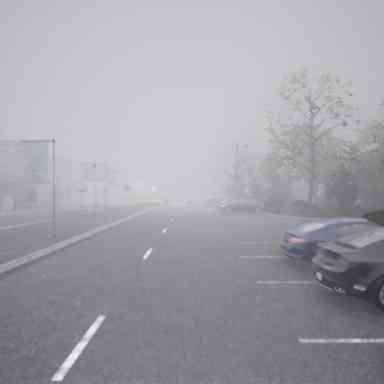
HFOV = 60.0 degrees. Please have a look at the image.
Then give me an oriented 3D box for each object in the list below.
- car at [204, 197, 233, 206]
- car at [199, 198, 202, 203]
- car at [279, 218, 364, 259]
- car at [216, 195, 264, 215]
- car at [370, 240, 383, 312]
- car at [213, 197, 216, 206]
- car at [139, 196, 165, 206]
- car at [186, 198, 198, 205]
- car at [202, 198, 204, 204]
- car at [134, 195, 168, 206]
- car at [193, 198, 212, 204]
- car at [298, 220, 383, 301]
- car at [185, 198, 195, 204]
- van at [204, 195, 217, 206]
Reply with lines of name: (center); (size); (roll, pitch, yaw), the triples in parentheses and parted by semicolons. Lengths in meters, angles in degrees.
car: (5.043, 1.804, 64.009); (5.366, 1.575, 1.946); (0, -1, 0)
car: (4.780, 1.695, 69.729); (5.566, 2.045, 2.435); (0, -2, -1)
car: (5.084, 1.533, 10.254); (4.674, 1.452, 2.002); (0, 0, 0)
car: (5.123, 1.398, 34.590); (4.553, 1.767, 2.185); (0, 0, 0)
car: (5.091, 1.485, 3.705); (5.008, 1.535, 2.097); (0, 0, 0)
car: (5.051, 1.570, 37.760); (4.674, 1.452, 2.002); (0, 0, 0)
car: (-7.363, 1.635, 62.016); (4.553, 1.767, 2.185); (0, -1, 0)
car: (-0.269, 1.959, 67.703); (2.033, 1.411, 5.357); (0, -1, -1)
car: (5.065, 1.748, 61.348); (5.366, 1.575, 1.946); (0, -1, 0)
car: (-7.554, 1.703, 59.095); (5.366, 1.575, 1.946); (0, -1, 0)
car: (2.831, 2.308, 85.714); (4.892, 1.490, 1.837); (2, -3, -40)
car: (5.081, 1.490, 6.978); (4.892, 1.521, 2.231); (0, 0, 0)
car: (-0.384, 2.162, 78.169); (2.128, 1.511, 4.902); (0, -2, 2)
van: (4.787, 1.474, 58.556); (4.442, 1.987, 1.878); (0, -1, 0)
